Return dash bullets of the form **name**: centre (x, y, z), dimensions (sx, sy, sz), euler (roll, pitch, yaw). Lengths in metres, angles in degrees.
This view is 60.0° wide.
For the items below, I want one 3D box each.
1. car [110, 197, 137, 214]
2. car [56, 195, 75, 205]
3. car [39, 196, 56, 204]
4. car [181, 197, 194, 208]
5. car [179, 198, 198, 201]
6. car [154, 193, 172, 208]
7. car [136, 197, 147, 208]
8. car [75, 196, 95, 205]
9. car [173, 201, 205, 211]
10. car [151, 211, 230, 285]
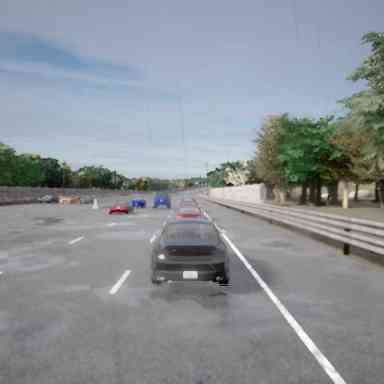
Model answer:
- **car**: centre (-7.330, 1.541, 35.060), dimensions (1.994, 1.385, 4.181), euler (0, 0, -1)
- **car**: centre (-22.053, 1.312, 59.671), dimensions (2.097, 1.767, 4.553), euler (0, 0, -1)
- **car**: centre (-25.539, 1.417, 59.844), dimensions (2.033, 1.411, 5.357), euler (1, -1, -1)
- **car**: centre (-0.631, 1.513, 48.084), dimensions (1.812, 1.442, 4.674), euler (0, 0, -1)
- **car**: centre (-0.274, 1.491, 27.594), dimensions (1.837, 1.490, 4.892), euler (0, 0, -1)
- **car**: centre (-4.092, 1.206, 46.641), dimensions (2.150, 2.045, 5.566), euler (0, 0, -1)
- **car**: centre (-7.623, 1.455, 47.643), dimensions (1.882, 1.535, 5.008), euler (0, 0, -1)
- **car**: centre (-18.543, 1.469, 58.841), dimensions (1.837, 1.490, 4.892), euler (0, 0, -1)
- **car**: centre (-0.156, 1.513, 20.147), dimensions (1.812, 1.442, 4.674), euler (0, 0, -1)
- **car**: centre (-0.048, 1.495, 9.414), dimensions (1.837, 1.490, 4.892), euler (0, 0, 0)
